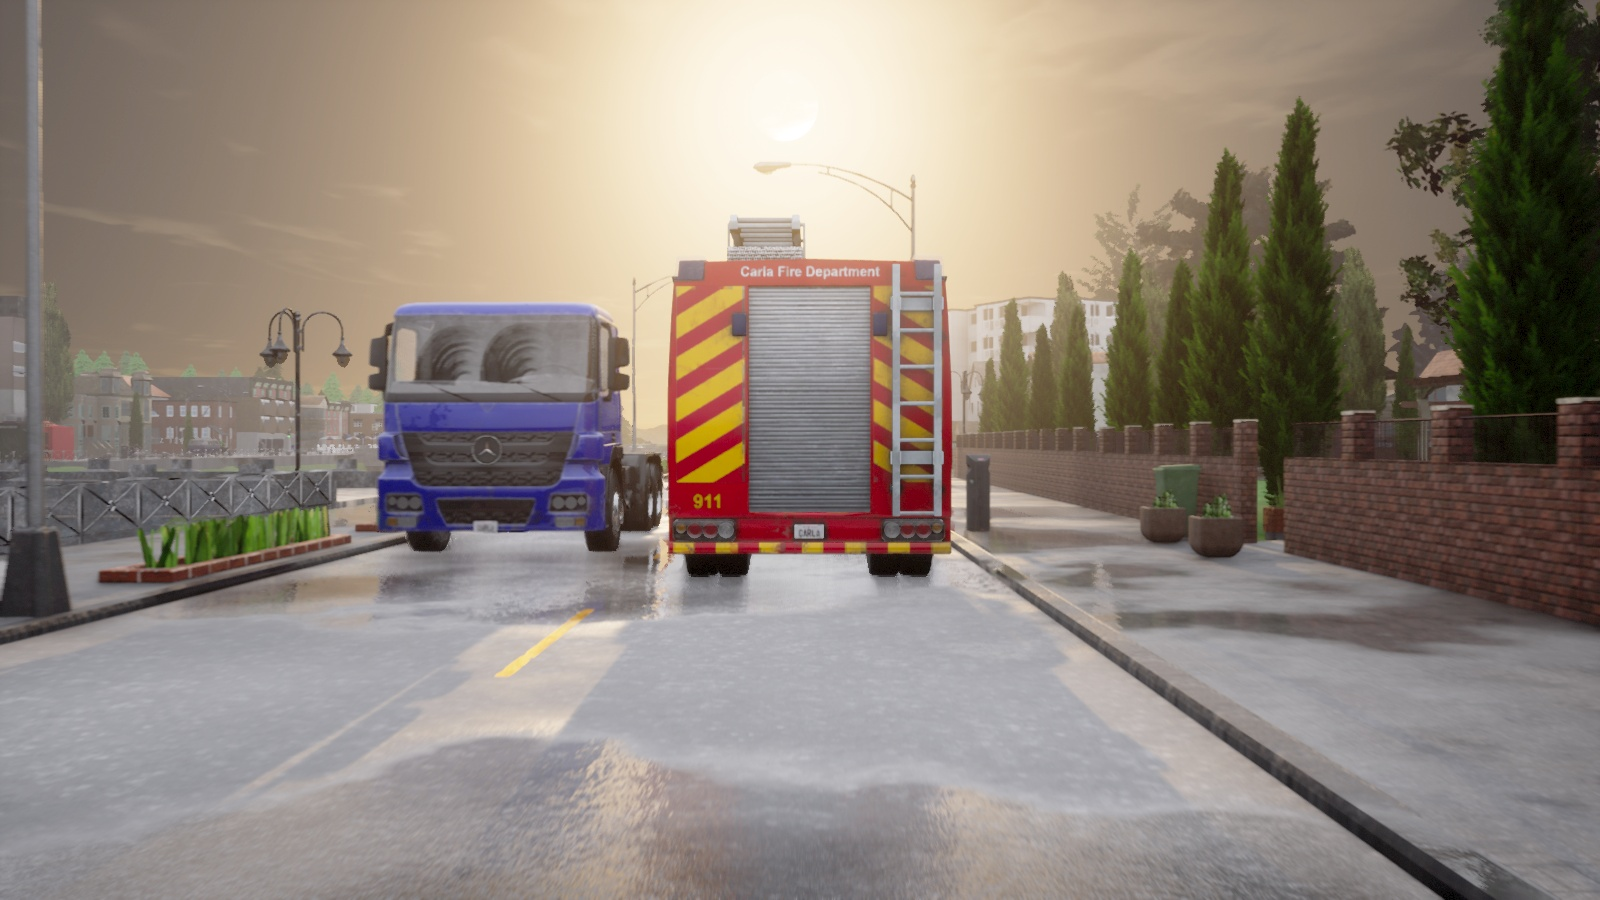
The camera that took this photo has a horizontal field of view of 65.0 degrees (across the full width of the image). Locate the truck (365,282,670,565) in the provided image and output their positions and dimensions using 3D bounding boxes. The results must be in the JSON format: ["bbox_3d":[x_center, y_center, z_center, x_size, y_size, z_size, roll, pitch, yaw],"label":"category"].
[{"bbox_3d":[-3.875,-0.348,19.376,2.891,3.462,7.936,0,0,0],"label":"truck"}]

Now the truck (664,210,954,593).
[{"bbox_3d":[0.111,-0.513,16.793,2.891,3.827,8.468,0,0,0],"label":"truck"}]
